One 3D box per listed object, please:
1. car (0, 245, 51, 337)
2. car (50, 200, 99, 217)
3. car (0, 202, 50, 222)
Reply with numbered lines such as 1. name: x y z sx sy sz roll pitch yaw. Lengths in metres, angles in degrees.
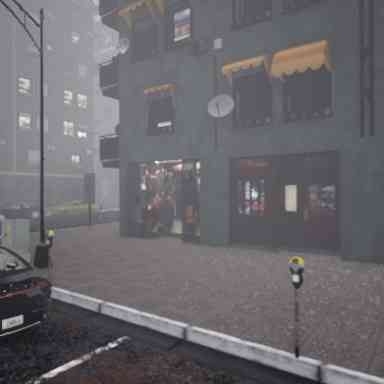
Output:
1. car: -4.265 1.589 5.901 4.403 1.369 2.008 0 0 35
2. car: -10.784 1.394 30.325 1.752 1.417 4.829 1 1 35
3. car: -13.865 1.494 25.894 2.008 1.369 4.403 1 1 35
